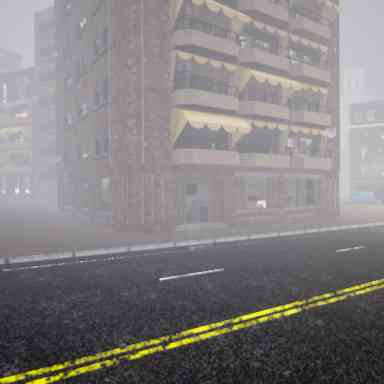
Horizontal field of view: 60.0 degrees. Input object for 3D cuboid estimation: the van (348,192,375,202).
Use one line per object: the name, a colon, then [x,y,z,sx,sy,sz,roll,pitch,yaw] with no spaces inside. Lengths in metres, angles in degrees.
van: [28.798,0.833,56.418,3.998,1.788,1.690,1,0,25]
